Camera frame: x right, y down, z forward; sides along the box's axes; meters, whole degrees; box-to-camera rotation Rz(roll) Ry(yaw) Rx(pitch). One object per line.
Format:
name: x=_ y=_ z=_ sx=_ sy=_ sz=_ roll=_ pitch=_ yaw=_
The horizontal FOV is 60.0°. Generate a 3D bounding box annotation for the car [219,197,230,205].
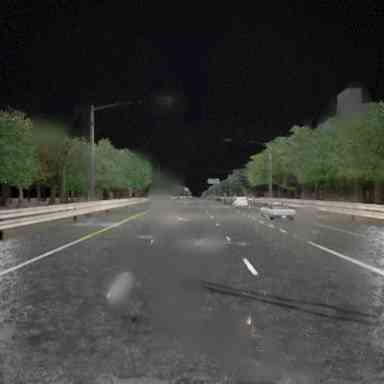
car: x=7.130 y=1.676 z=65.525 sx=2.128 sy=1.511 sz=4.902 roll=0 pitch=-1 yaw=0

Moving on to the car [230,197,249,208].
car: x=7.056 y=1.586 z=48.466 sx=1.812 sy=1.442 sz=4.674 roll=0 pitch=0 yaw=0

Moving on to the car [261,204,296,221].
car: x=7.006 y=1.610 z=27.545 sx=1.895 sy=1.301 sz=4.718 roll=0 pitch=0 yaw=0
